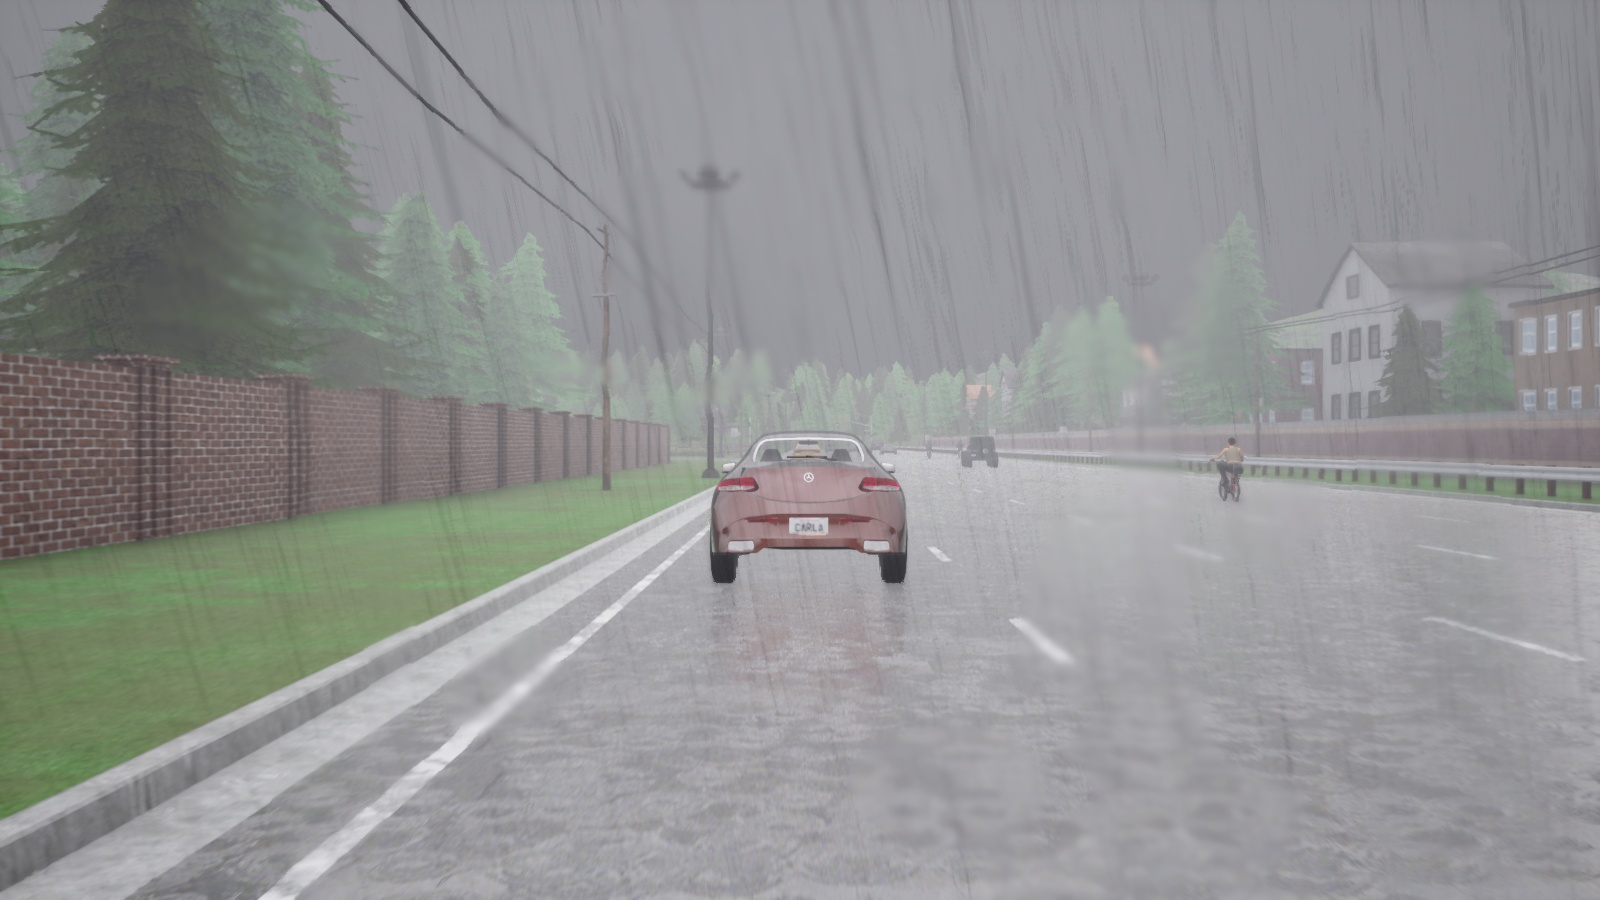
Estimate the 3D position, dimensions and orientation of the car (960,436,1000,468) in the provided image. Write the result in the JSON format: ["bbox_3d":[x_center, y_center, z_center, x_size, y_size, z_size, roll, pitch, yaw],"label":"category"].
[{"bbox_3d":[10.953,0.120,76.558,1.905,1.878,3.866,0,0,0],"label":"car"}]

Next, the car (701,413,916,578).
[{"bbox_3d":[0.102,0.440,15.089,2.152,1.651,5.027,0,0,0],"label":"car"}]

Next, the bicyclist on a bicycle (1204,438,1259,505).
[{"bbox_3d":[10.688,0.516,31.171,0.866,1.612,1.509,0,0,1],"label":"bicyclist on a bicycle"}]
